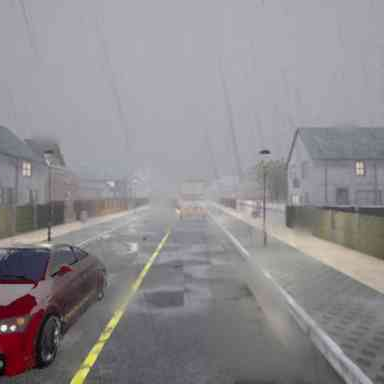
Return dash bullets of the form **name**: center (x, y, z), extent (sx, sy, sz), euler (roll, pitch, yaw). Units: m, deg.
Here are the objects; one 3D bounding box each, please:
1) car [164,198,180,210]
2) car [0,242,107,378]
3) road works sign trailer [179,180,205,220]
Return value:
- **car**: center (-2.805, 1.707, 48.145), extent (2.097, 1.767, 4.553), euler (0, 0, 0)
- **car**: center (-2.848, 1.596, 5.635), extent (1.994, 1.385, 4.181), euler (0, 0, 0)
- **road works sign trailer**: center (0.023, 0.671, 30.684), extent (2.380, 3.560, 2.880), euler (0, 0, 0)
